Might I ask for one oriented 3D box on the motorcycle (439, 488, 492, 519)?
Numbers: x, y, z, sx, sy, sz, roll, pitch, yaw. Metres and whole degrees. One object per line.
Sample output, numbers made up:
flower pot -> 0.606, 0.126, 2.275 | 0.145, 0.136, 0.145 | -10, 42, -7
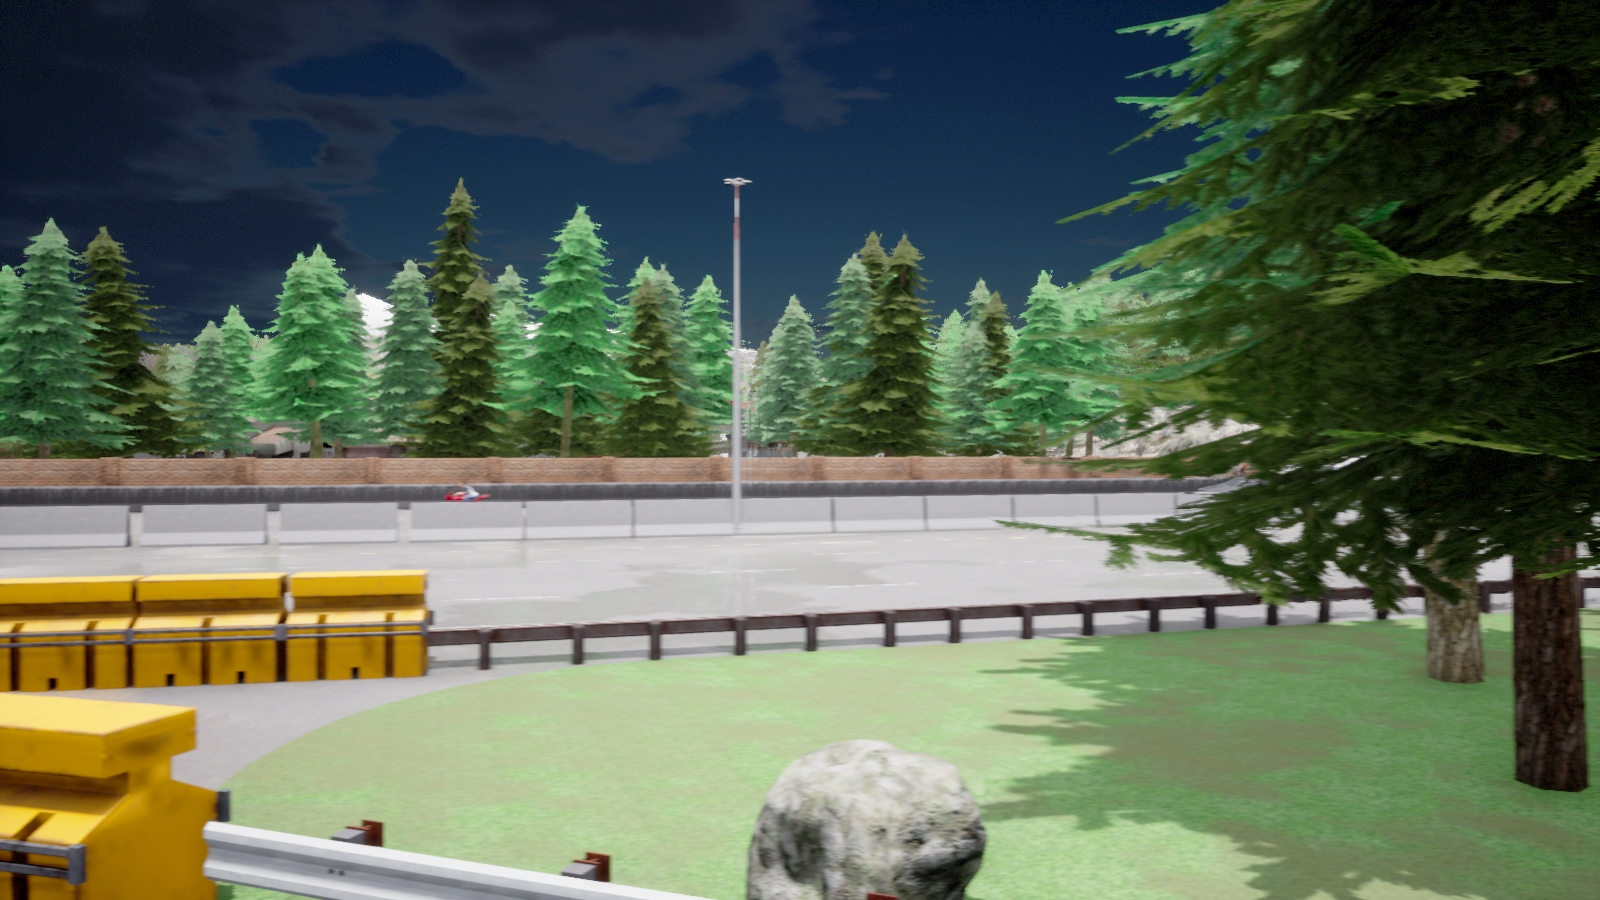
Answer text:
motorcycle -> -13.629, 2.166, 46.571 | 2.033, 1.217, 0.803 | 0, -1, -15
